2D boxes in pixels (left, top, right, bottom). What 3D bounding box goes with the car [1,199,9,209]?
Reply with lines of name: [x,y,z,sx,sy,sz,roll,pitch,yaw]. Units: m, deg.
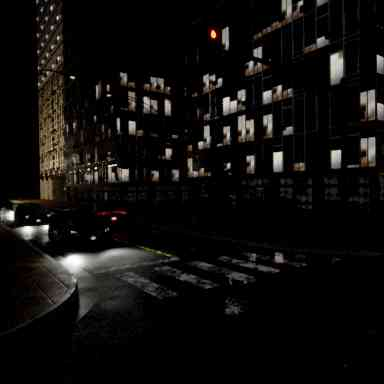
car: [-22.308,1.517,39.205,1.895,1.301,4.718,-1,1,-35]

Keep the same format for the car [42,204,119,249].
car: [-5.080,1.484,14.693,1.812,1.442,4.674,-1,1,-34]

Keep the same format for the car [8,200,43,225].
car: [-11.546,1.490,23.867,2.033,1.411,5.357,-1,1,-35]

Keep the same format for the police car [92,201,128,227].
police car: [-5.906,1.400,21.217,2.038,1.542,4.974,-1,1,-35]
